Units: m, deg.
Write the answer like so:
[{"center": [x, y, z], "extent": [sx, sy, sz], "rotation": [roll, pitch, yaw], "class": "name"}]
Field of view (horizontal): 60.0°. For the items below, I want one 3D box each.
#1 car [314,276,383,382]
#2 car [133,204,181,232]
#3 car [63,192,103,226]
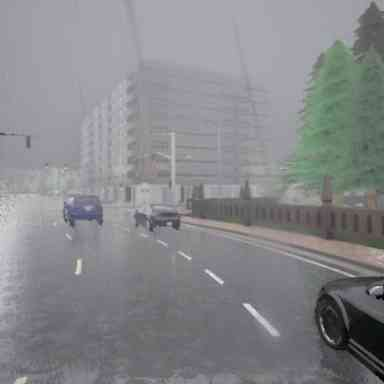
[{"center": [3.056, 1.536, 3.603], "extent": [1.994, 1.385, 4.181], "rotation": [0, 0, -6], "class": "car"}, {"center": [-2.226, 1.483, 20.233], "extent": [1.837, 1.490, 4.892], "rotation": [0, 0, -25], "class": "car"}, {"center": [-7.864, 1.232, 23.851], "extent": [2.150, 2.045, 5.566], "rotation": [0, 0, -26], "class": "car"}]
